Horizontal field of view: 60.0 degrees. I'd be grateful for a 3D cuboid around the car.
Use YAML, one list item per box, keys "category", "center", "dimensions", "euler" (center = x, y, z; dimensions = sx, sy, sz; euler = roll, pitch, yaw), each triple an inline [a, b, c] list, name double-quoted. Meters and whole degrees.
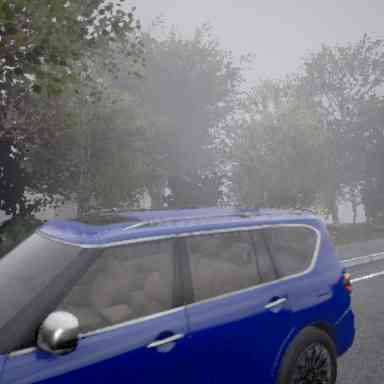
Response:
- category: "car"
  center: [-0.689, 1.222, 3.191]
  dimensions: [5.566, 2.045, 2.150]
  euler: [0, 0, -35]
